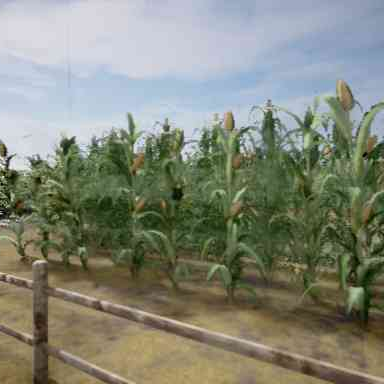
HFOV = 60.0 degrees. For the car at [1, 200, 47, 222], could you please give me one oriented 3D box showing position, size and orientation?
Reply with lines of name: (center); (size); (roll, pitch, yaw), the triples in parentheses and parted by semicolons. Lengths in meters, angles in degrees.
car: (-11.593, 1.303, 24.868); (1.882, 1.535, 5.008); (0, 1, 35)
